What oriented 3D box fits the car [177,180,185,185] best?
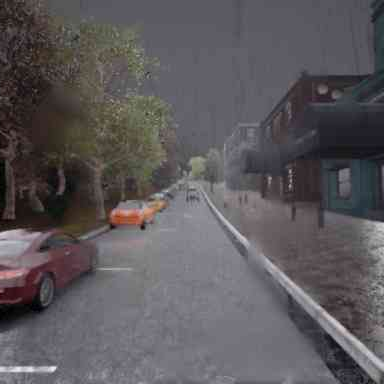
[{"bbox_3d":[-3.647,-1.530,82.343,2.163,1.488,4.792,0,3,2],"label":"car"}]

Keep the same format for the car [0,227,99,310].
[{"bbox_3d":[-3.651,1.551,7.767,2.002,1.452,4.674,0,0,2],"label":"car"}]

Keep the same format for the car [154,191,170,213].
[{"bbox_3d":[-3.629,1.059,32.046,1.946,1.575,5.366,1,2,2],"label":"car"}]

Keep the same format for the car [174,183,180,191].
[{"bbox_3d":[-3.651,-0.145,54.461,2.185,1.767,4.553,0,3,2],"label":"car"}]

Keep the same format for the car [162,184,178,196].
[{"bbox_3d":[-3.652,0.158,48.898,2.185,1.767,4.553,0,3,2],"label":"car"}]

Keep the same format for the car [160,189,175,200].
[{"bbox_3d":[-3.632,0.848,37.781,2.231,1.521,4.892,1,3,2],"label":"car"}]

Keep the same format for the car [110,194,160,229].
[{"bbox_3d":[-3.627,1.252,21.026,2.185,1.767,4.553,2,1,2],"label":"car"}]

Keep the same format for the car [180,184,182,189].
[{"bbox_3d":[-3.650,-0.324,60.056,2.231,1.521,4.892,0,3,2],"label":"car"}]

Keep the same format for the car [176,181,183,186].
[{"bbox_3d":[-3.642,-0.952,71.372,1.946,1.575,5.366,0,3,2],"label":"car"}]

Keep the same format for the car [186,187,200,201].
[{"bbox_3d":[0.109,0.441,47.255,2.033,1.411,5.357,0,3,0],"label":"car"}]
